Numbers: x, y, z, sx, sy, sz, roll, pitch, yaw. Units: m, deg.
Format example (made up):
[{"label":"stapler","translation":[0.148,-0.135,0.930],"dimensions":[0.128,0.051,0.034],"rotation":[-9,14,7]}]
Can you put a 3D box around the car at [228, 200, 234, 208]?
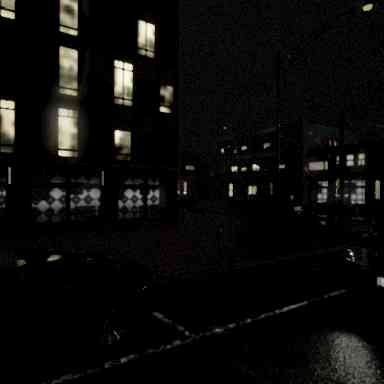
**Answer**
[{"label":"car","translation":[6.033,1.142,38.756],"dimensions":[1.967,1.590,4.097],"rotation":[1,0,-36]}]

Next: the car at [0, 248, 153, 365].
[{"label":"car","translation":[-2.621,1.566,4.684],"dimensions":[4.313,1.339,1.947],"rotation":[0,0,-36]}]

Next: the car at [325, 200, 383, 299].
[{"label":"car","translation":[5.589,1.228,7.365],"dimensions":[5.566,2.045,2.150],"rotation":[0,0,-36]}]

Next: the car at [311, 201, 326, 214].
[{"label":"car","translation":[12.612,1.384,29.826],"dimensions":[1.887,1.381,4.507],"rotation":[1,0,-36]}]

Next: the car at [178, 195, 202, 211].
[{"label":"car","translation":[-0.715,1.239,33.784],"dimensions":[1.802,1.307,4.206],"rotation":[1,0,-36]}]

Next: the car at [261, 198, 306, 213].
[{"label":"car","translation":[9.321,1.353,34.290],"dimensions":[1.802,1.307,4.206],"rotation":[1,0,-36]}]

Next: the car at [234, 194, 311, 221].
[{"label":"car","translation":[5.871,1.109,24.854],"dimensions":[2.192,1.841,5.009],"rotation":[1,0,-36]}]

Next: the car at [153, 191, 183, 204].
[{"label":"car","translation":[-3.834,0.806,52.149],"dimensions":[2.192,1.841,5.009],"rotation":[1,0,-36]}]
